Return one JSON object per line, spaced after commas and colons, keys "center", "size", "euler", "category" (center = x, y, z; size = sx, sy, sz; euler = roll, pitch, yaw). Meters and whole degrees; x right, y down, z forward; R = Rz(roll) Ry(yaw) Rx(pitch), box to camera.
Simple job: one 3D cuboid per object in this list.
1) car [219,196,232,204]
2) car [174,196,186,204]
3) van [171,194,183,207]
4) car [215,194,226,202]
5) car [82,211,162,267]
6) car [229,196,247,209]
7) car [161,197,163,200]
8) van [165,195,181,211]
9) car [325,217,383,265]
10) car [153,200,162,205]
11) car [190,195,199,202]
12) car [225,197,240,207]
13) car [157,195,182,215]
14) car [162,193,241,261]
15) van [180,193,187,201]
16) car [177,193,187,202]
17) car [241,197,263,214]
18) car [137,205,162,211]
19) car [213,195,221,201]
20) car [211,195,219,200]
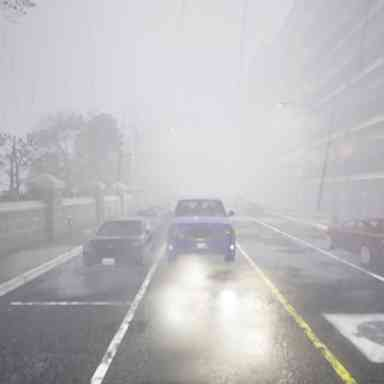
{"center": [6.205, 1.480, 62.012], "size": [1.947, 1.339, 4.313], "euler": [0, 0, 0], "category": "car"}
{"center": [-2.175, 1.478, 62.033], "size": [1.947, 1.339, 4.313], "euler": [0, 0, 0], "category": "car"}
{"center": [-2.204, 1.262, 50.772], "size": [1.690, 1.788, 3.998], "euler": [0, 0, 0], "category": "van"}
{"center": [6.234, 1.349, 73.271], "size": [1.967, 1.590, 4.097], "euler": [0, 0, 0], "category": "car"}
{"center": [-2.302, 1.538, 11.363], "size": [1.947, 1.339, 4.313], "euler": [0, 0, 0], "category": "car"}
{"center": [6.162, 1.368, 45.121], "size": [1.967, 1.590, 4.097], "euler": [0, 0, 0], "category": "car"}
{"center": [-2.260, 1.382, 28.249], "size": [1.967, 1.590, 4.097], "euler": [0, 0, 0], "category": "car"}
{"center": [-2.232, 1.273, 39.511], "size": [1.690, 1.788, 3.998], "euler": [0, 0, 0], "category": "van"}
{"center": [6.078, 1.519, 11.341], "size": [1.887, 1.381, 4.507], "euler": [0, 0, 0], "category": "car"}
{"center": [-2.274, 1.493, 22.621], "size": [1.887, 1.381, 4.507], "euler": [0, 0, 0], "category": "car"}
{"center": [0.548, 1.433, 75.040], "size": [1.812, 1.442, 4.674], "euler": [0, 0, 0], "category": "car"}
{"center": [6.177, 1.505, 50.751], "size": [1.802, 1.307, 4.206], "euler": [0, 0, 0], "category": "car"}
{"center": [-2.247, 1.252, 33.880], "size": [2.192, 1.841, 5.009], "euler": [0, 0, 0], "category": "car"}
{"center": [0.291, 1.191, 12.409], "size": [2.150, 2.045, 5.566], "euler": [0, 0, 0], "category": "car"}
{"center": [-2.118, 1.247, 84.553], "size": [1.690, 1.788, 3.998], "euler": [0, 0, 0], "category": "van"}
{"center": [-2.146, 1.222, 73.293], "size": [2.192, 1.841, 5.009], "euler": [0, 0, 0], "category": "car"}
{"center": [6.134, 1.520, 33.859], "size": [1.802, 1.307, 4.206], "euler": [0, 0, 0], "category": "car"}
{"center": [-2.289, 1.541, 16.993], "size": [1.802, 1.307, 4.206], "euler": [0, 0, 0], "category": "car"}
{"center": [6.263, 1.433, 84.702], "size": [1.752, 1.417, 4.829], "euler": [0, 0, 0], "category": "car"}
{"center": [6.276, 1.491, 90.163], "size": [1.802, 1.307, 4.206], "euler": [0, 0, 0], "category": "car"}
